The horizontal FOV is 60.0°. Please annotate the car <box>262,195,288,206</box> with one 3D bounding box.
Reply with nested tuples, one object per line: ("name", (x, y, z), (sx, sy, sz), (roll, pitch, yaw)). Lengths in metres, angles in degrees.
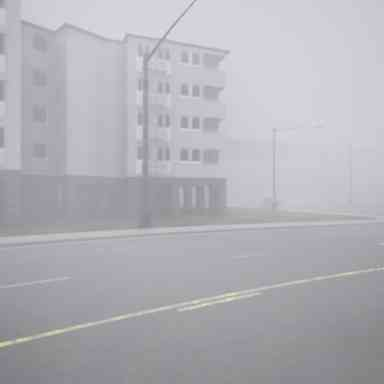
("car", (13.633, 1.622, 56.132), (1.837, 1.490, 4.892), (-1, 0, -17))
